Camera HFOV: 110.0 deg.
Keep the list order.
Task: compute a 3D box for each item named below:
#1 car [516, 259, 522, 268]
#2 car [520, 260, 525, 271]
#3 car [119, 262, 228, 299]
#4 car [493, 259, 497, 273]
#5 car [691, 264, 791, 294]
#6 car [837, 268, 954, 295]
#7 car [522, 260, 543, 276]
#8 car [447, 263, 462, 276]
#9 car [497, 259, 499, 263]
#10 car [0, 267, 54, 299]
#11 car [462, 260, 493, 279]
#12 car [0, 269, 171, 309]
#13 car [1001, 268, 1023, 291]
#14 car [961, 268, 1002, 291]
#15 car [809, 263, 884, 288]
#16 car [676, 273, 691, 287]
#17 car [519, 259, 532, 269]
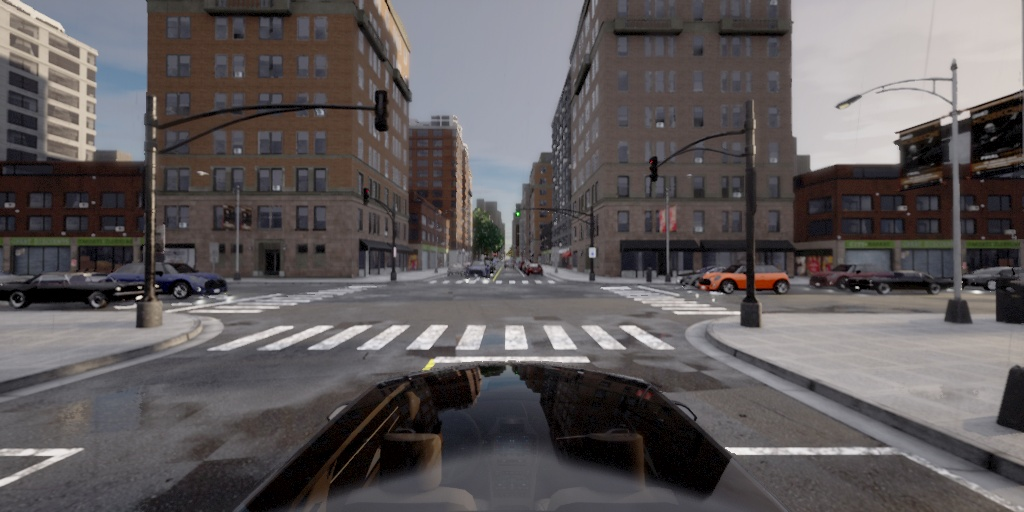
[{"bbox_3d":[2.266,1.352,56.196,2.192,1.841,5.009,0,0,-1],"label":"car"},{"bbox_3d":[2.393,1.534,45.183,1.948,1.339,4.313,0,0,-1],"label":"car"},{"bbox_3d":[-16.448,1.088,17.241,4.553,1.767,2.097,0,-1,-1],"label":"car"},{"bbox_3d":[-3.377,1.321,45.345,2.097,1.767,4.553,0,0,-1],"label":"car"},{"bbox_3d":[13.389,1.259,20.905,4.553,1.767,2.097,0,-1,0],"label":"car"},{"bbox_3d":[22.376,1.548,20.974,4.718,1.301,1.895,0,-1,-1],"label":"car"},{"bbox_3d":[2.457,1.481,39.677,1.888,1.381,4.507,0,0,-1],"label":"car"},{"bbox_3d":[-6.068,1.486,39.582,2.007,1.370,4.403,0,0,-1],"label":"car"},{"bbox_3d":[-3.496,1.587,56.339,2.033,1.411,5.357,0,0,-1],"label":"car"},{"bbox_3d":[-25.922,1.246,17.136,5.357,1.411,2.033,0,-1,-1],"label":"car"},{"bbox_3d":[-3.294,1.265,35.475,2.097,1.767,4.553,0,0,0],"label":"car"},{"bbox_3d":[-16.667,1.297,13.955,4.718,1.301,1.895,0,-1,0],"label":"car"},{"bbox_3d":[32.314,1.556,21.046,4.181,1.385,1.994,0,-1,-1],"label":"car"},{"bbox_3d":[32.767,1.539,24.300,4.892,1.490,1.837,0,-1,0],"label":"car"},{"bbox_3d":[22.883,1.341,24.229,4.553,1.767,2.097,0,-1,-1],"label":"car"},{"bbox_3d":[13.689,1.440,24.172,4.902,1.511,2.128,0,-1,0],"label":"car"},{"bbox_3d":[2.328,1.527,50.860,1.751,1.417,4.829,0,0,-1],"label":"car"}]
